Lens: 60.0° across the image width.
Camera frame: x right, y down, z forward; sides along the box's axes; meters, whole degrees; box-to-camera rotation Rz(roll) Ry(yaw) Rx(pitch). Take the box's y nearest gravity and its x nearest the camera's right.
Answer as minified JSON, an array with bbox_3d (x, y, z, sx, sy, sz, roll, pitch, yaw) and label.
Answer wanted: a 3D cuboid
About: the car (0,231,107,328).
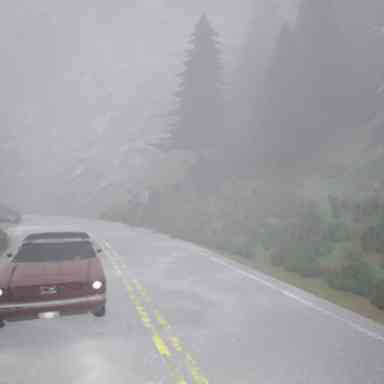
[{"bbox_3d":[-2.951,1.613,7.271,1.895,1.301,4.718,0,0,-19],"label":"car"}]

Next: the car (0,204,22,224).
[{"bbox_3d":[-14.471,1.669,24.617,4.902,1.511,2.128,-1,1,36],"label":"car"}]

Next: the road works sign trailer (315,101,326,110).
[{"bbox_3d":[9.938,-8.440,26.373,2.880,3.560,2.380,-20,-5,-20],"label":"road works sign trailer"}]
